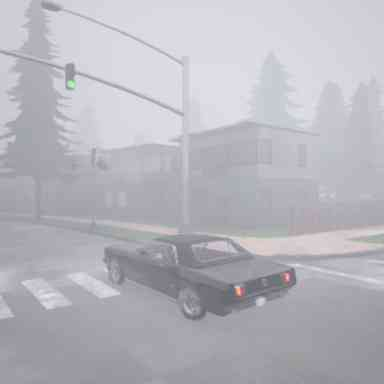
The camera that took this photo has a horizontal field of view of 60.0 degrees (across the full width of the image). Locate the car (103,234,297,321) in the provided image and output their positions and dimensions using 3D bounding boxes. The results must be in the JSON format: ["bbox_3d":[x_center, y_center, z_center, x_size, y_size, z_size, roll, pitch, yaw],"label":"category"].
[{"bbox_3d":[-0.216,1.599,7.426,1.895,1.301,4.718,0,0,-39],"label":"car"}]
